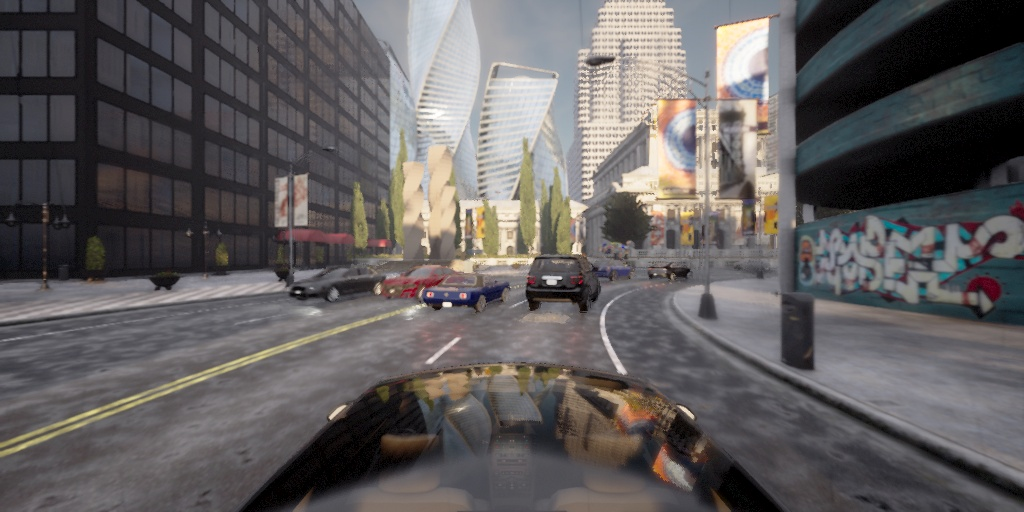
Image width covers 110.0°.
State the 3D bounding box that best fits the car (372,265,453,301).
[{"bbox_3d":[-4.155,1.217,17.556,1.882,1.535,5.008,0,0,22],"label":"car"}]

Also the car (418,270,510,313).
[{"bbox_3d":[-1.533,1.343,14.140,1.895,1.301,4.718,0,0,16],"label":"car"}]

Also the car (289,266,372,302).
[{"bbox_3d":[-8.007,1.242,17.025,1.837,1.490,4.892,0,0,19],"label":"car"}]

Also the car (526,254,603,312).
[{"bbox_3d":[2.198,0.965,14.478,2.150,2.045,5.566,0,0,19],"label":"car"}]

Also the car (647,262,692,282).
[{"bbox_3d":[13.021,1.235,29.447,4.902,1.511,2.128,0,0,-40],"label":"car"}]

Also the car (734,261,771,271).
[{"bbox_3d":[31.757,1.310,47.449,4.181,1.385,1.994,0,0,-3],"label":"car"}]

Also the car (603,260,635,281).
[{"bbox_3d":[8.421,1.092,29.969,2.097,1.767,4.553,0,0,45],"label":"car"}]
